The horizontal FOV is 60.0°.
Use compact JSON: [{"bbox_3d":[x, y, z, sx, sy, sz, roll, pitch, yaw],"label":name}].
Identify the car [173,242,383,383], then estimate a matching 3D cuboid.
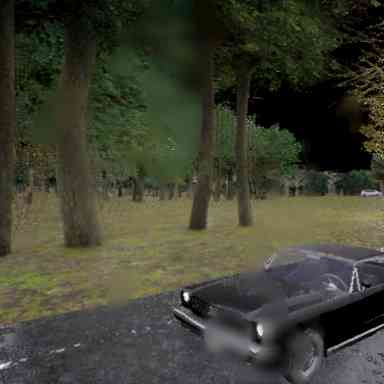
[{"bbox_3d":[2.077,1.598,5.471,4.718,1.301,1.895,0,0,-35],"label":"car"}]
